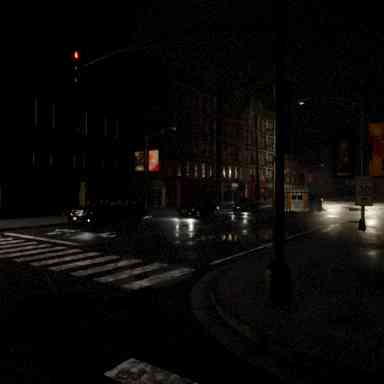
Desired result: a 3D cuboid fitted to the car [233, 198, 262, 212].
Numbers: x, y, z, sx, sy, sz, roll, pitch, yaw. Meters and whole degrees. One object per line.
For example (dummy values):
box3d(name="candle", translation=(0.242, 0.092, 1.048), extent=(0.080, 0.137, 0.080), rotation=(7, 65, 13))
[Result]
box3d(name="car", translation=(6.445, 1.476, 38.554), extent=(1.837, 1.490, 4.892), rotation=(0, 1, 35))

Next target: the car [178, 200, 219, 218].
box3d(name="car", translation=(0.649, 1.483, 30.394), extent=(1.837, 1.490, 4.892), rotation=(0, 0, 35))

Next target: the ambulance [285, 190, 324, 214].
box3d(name="ambulance", translation=(11.976, 1.021, 34.963), extent=(2.351, 2.431, 6.366), rotation=(0, 0, 35))

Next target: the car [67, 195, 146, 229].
box3d(name="car", translation=(-5.390, 1.205, 21.923), extent=(2.150, 2.045, 5.566), rotation=(0, 0, 33))
